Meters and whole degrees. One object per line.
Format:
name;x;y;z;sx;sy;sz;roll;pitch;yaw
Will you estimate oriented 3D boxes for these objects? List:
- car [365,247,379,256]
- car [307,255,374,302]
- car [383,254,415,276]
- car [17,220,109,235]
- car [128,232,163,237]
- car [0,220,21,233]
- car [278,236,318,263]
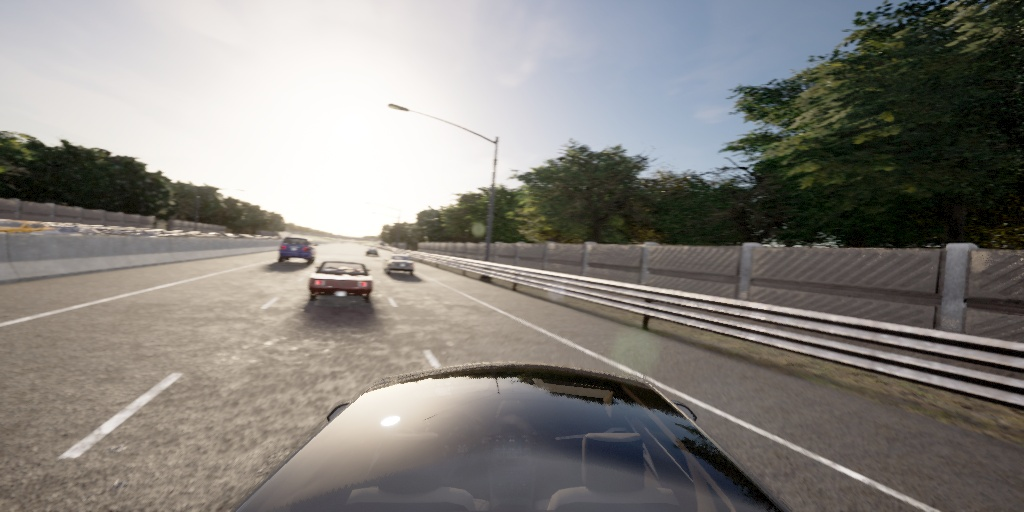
car;-23.331;-0.742;59.744;1.994;1.385;4.181;5;0;-24
car;-6.193;0.810;13.155;1.895;1.301;4.718;5;0;-24
car;-8.275;0.567;26.124;2.033;1.411;5.357;5;0;-24
car;-30.981;-1.383;25.312;2.033;1.411;5.357;5;0;-24
car;-28.252;-1.134;27.760;1.994;1.385;4.181;5;0;-24
car;-34.717;-1.774;25.127;1.882;1.535;5.008;5;0;-24
car;-16.782;-0.493;28.256;2.150;2.045;5.566;5;0;-24
